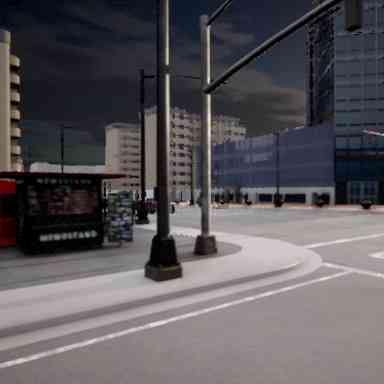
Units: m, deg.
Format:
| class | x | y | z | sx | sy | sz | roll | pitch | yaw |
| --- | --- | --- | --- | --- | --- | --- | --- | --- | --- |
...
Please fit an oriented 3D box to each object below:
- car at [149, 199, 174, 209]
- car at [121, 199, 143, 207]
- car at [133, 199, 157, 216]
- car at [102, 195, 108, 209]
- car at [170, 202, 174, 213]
| class | x | y | z | sx | sy | sz | roll | pitch | yaw |
| --- | --- | --- | --- | --- | --- | --- | --- | --- | --- |
| car | -4.923 | 1.861 | 52.412 | 1.812 | 1.442 | 4.674 | 0 | -1 | -35 |
| car | -10.982 | 1.979 | 60.689 | 2.128 | 1.511 | 4.902 | 0 | -1 | -36 |
| car | -5.800 | 1.689 | 35.497 | 1.882 | 1.535 | 5.008 | 0 | -1 | -36 |
| car | -13.693 | 1.490 | 52.499 | 2.150 | 2.045 | 5.566 | 0 | -1 | -36 |
| car | -3.963 | 1.566 | 38.928 | 2.097 | 1.767 | 4.553 | 0 | -1 | -36 |
